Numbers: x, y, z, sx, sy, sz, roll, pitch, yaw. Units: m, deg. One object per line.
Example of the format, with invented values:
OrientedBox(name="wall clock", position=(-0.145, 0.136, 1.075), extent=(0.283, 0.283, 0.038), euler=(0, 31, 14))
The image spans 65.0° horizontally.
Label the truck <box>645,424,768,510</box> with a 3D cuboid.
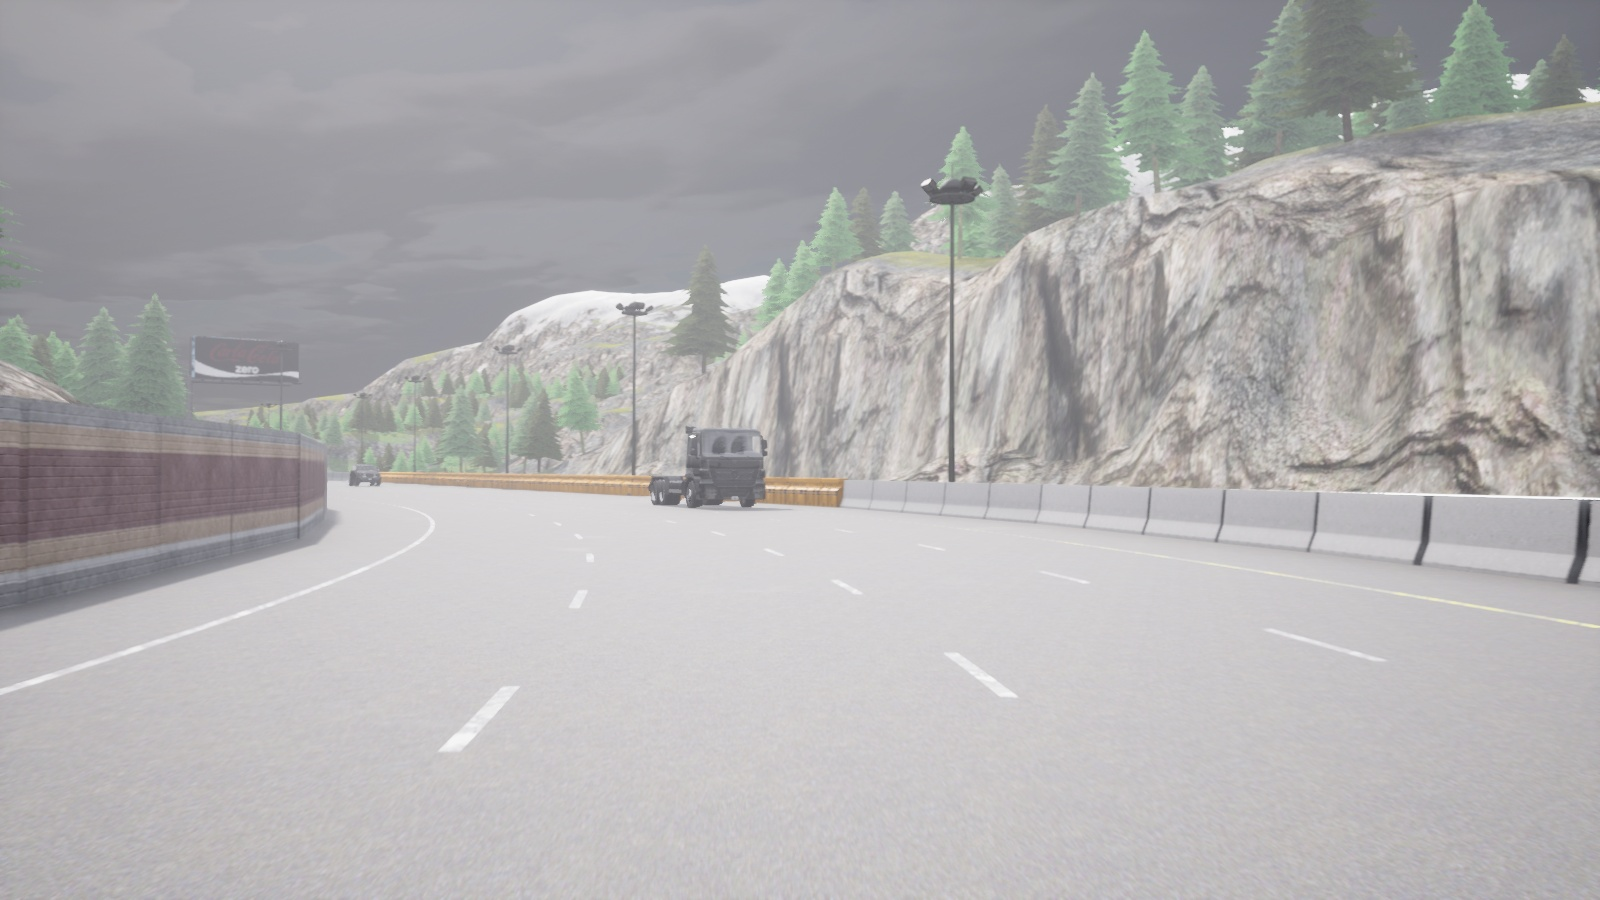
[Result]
OrientedBox(name="truck", position=(-4.226, 0.766, 54.664), extent=(2.891, 3.462, 7.936), euler=(0, -1, -24))
